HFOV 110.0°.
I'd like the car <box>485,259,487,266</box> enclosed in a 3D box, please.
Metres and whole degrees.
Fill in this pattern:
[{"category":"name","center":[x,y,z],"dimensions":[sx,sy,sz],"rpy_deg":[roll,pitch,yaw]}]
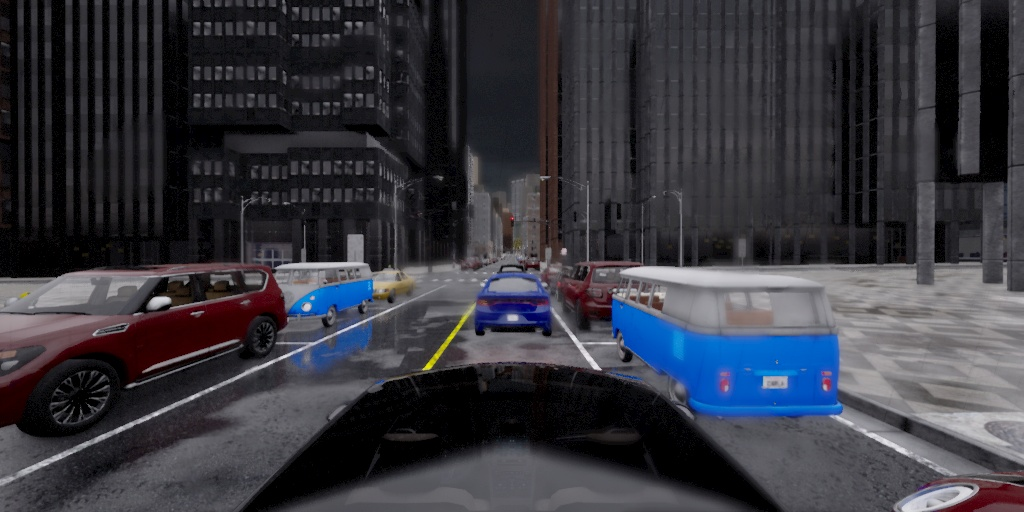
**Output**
[{"category":"car","center":[-5.762,1.337,60.525],"dimensions":[1.948,1.339,4.313],"rpy_deg":[0,0,0]}]

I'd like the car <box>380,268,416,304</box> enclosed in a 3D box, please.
[{"category":"car","center":[-5.763,1.273,16.505],"dimensions":[1.751,1.417,4.829],"rpy_deg":[0,0,0]}]

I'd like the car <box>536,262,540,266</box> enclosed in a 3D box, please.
[{"category":"car","center":[2.763,1.293,22.189],"dimensions":[1.888,1.381,4.507],"rpy_deg":[0,0,0]}]

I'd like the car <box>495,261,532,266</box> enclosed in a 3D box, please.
[{"category":"car","center":[0.001,1.253,20.797],"dimensions":[1.837,1.490,4.892],"rpy_deg":[0,0,0]}]

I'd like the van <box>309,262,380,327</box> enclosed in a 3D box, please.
[{"category":"van","center":[-5.764,1.089,11.151],"dimensions":[1.690,1.789,3.998],"rpy_deg":[0,0,0]}]

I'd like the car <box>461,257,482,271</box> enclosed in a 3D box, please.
[{"category":"car","center":[-5.762,1.076,49.239],"dimensions":[2.192,1.841,5.009],"rpy_deg":[0,0,0]}]

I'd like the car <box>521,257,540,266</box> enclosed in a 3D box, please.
[{"category":"car","center":[2.763,1.076,49.229],"dimensions":[2.192,1.841,5.009],"rpy_deg":[0,0,0]}]

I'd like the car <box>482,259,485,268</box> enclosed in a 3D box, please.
[{"category":"car","center":[-5.762,1.080,54.883],"dimensions":[2.192,1.841,5.009],"rpy_deg":[0,0,0]}]

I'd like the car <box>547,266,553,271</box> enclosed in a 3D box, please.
[{"category":"car","center":[2.764,1.298,16.664],"dimensions":[2.007,1.370,4.403],"rpy_deg":[0,0,0]}]

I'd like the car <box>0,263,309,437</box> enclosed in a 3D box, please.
[{"category":"car","center":[-5.765,1.064,5.626],"dimensions":[2.192,1.841,5.009],"rpy_deg":[0,0,0]}]

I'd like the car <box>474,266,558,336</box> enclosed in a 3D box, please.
[{"category":"car","center":[0.058,1.226,10.427],"dimensions":[1.882,1.535,5.008],"rpy_deg":[0,0,1]}]

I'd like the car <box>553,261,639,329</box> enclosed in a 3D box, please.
[{"category":"car","center":[2.765,1.063,11.139],"dimensions":[2.192,1.841,5.009],"rpy_deg":[0,0,0]}]

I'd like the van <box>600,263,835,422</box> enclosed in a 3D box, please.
[{"category":"van","center":[2.767,1.090,5.613],"dimensions":[1.690,1.789,3.998],"rpy_deg":[0,0,0]}]
